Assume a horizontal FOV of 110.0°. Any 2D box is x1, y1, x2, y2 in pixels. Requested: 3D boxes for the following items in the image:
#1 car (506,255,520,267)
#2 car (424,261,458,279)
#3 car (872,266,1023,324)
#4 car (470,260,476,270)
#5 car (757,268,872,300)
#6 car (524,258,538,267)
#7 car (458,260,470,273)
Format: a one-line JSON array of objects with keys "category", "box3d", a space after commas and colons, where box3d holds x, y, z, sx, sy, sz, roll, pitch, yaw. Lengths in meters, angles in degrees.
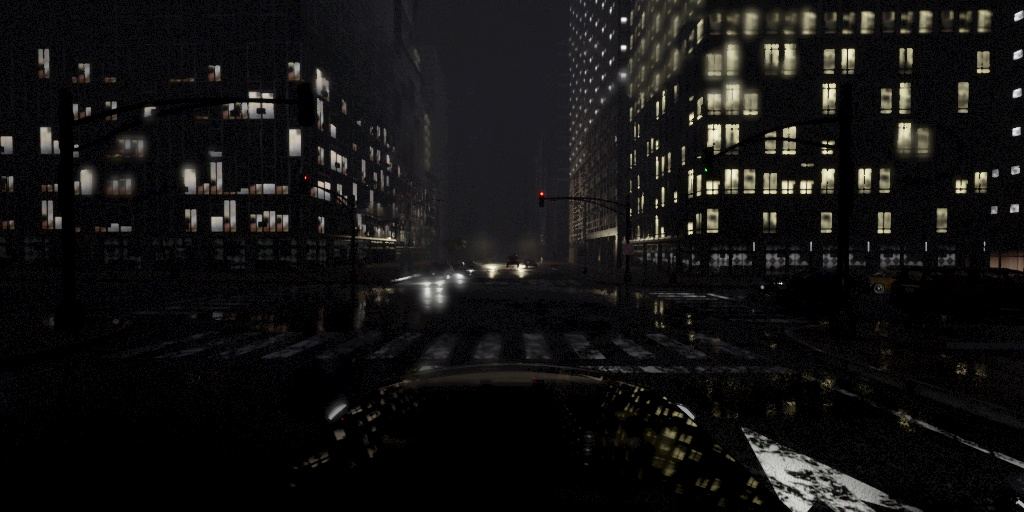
[{"category": "car", "box3d": [0.150, 0.925, 62.880, 2.150, 2.045, 5.566, 0, 0, 0]}, {"category": "car", "box3d": [-6.529, 1.225, 32.352, 2.128, 1.511, 4.902, 0, 0, 0]}, {"category": "car", "box3d": [16.216, 1.281, 12.444, 5.009, 1.841, 2.192, 0, 0, 1]}, {"category": "car", "box3d": [-6.468, 1.262, 53.342, 2.033, 1.411, 5.357, 0, 0, 0]}, {"category": "car", "box3d": [15.281, 1.357, 18.275, 4.902, 1.511, 2.128, 1, 1, 2]}, {"category": "car", "box3d": [3.402, 1.229, 63.259, 1.812, 1.442, 4.674, 0, 0, 0]}, {"category": "car", "box3d": [-6.504, 1.326, 42.357, 1.895, 1.301, 4.718, 0, 0, 0]}]
